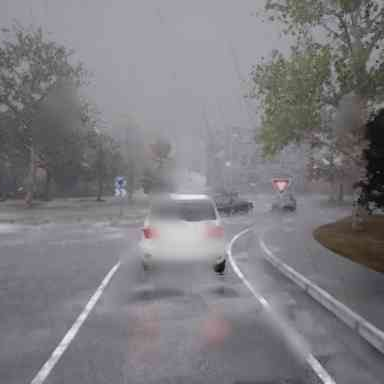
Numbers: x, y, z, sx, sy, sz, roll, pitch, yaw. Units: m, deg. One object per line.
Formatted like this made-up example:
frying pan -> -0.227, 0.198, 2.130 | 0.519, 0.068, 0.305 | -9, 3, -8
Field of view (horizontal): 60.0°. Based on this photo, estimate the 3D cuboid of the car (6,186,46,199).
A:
car -> -25.797, 0.109, 51.973 | 5.566, 2.045, 2.150 | -1, 1, -40

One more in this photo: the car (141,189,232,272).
car -> -0.168, 1.062, 10.370 | 2.150, 2.045, 5.566 | 0, 1, 1

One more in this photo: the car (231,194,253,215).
car -> 2.894, 1.069, 25.491 | 1.895, 1.301, 4.718 | 1, 2, 36

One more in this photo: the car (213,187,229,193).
car -> 2.345, 0.443, 46.676 | 2.128, 1.511, 4.902 | -1, 1, -36

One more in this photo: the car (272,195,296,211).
car -> 8.246, 0.915, 29.847 | 1.994, 1.385, 4.181 | 1, 2, 17

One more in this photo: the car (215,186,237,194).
car -> 4.285, 0.105, 49.519 | 2.150, 2.045, 5.566 | -1, 1, -39
